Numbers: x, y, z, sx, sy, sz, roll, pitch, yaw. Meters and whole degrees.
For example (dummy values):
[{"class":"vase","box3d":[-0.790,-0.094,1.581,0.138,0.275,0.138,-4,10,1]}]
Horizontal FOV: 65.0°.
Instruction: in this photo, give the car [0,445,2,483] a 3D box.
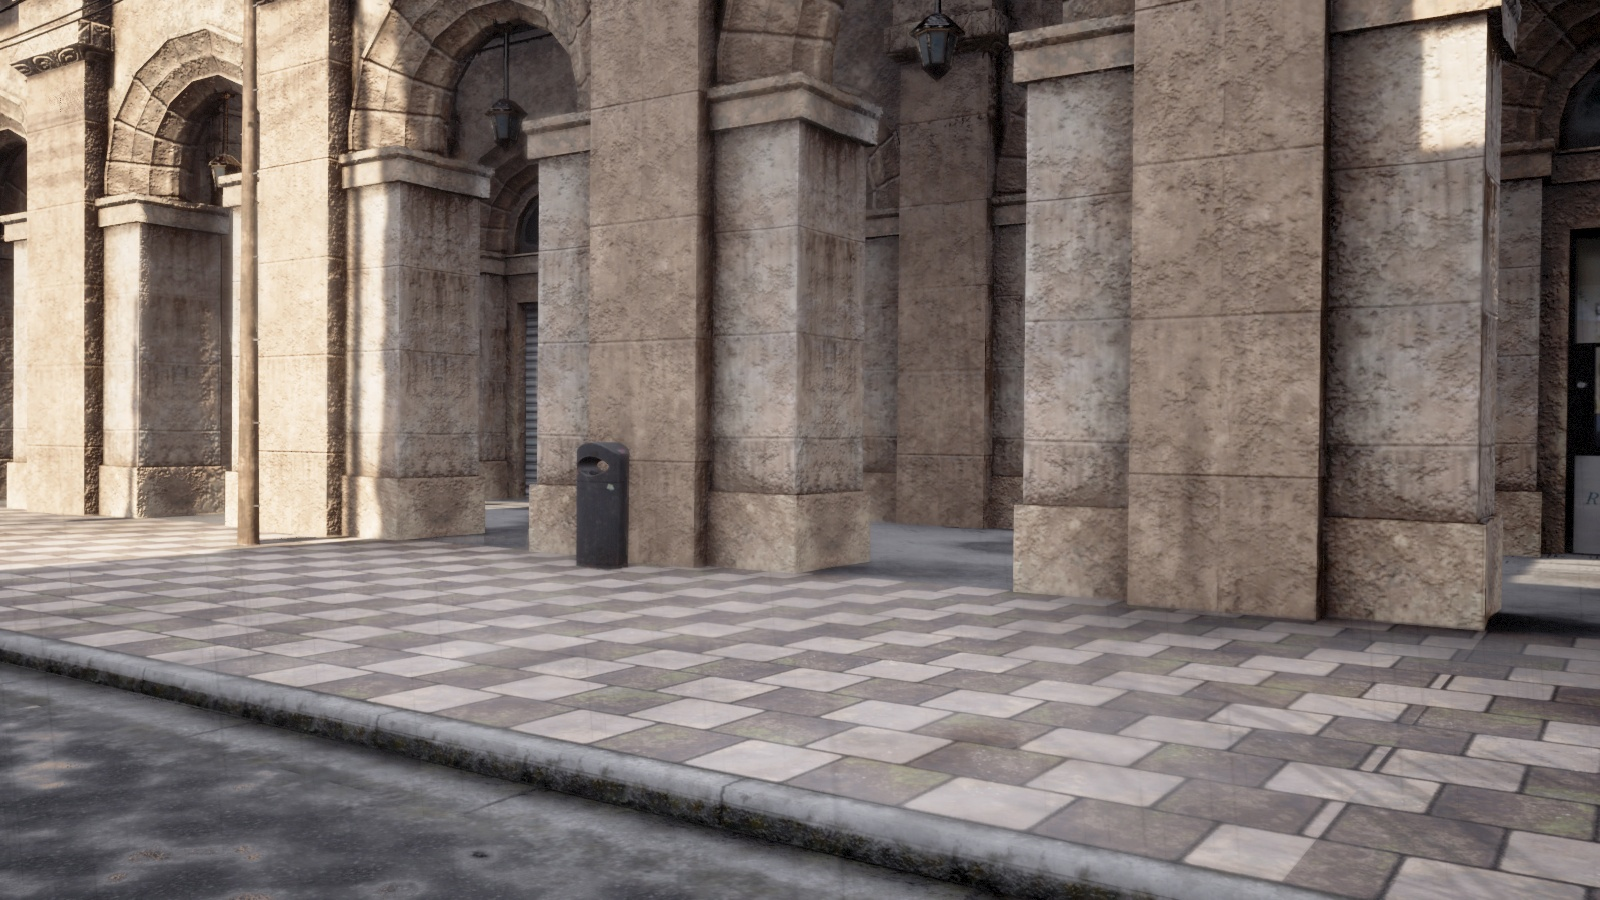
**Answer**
[{"class":"car","box3d":[-30.009,0.524,42.477,1.895,1.301,4.718,0,1,34]}]
